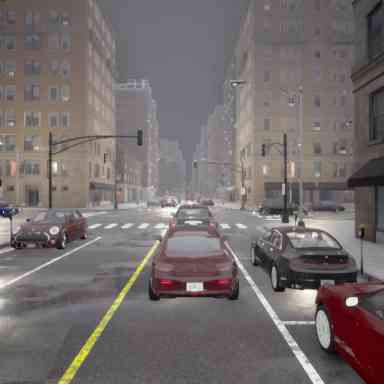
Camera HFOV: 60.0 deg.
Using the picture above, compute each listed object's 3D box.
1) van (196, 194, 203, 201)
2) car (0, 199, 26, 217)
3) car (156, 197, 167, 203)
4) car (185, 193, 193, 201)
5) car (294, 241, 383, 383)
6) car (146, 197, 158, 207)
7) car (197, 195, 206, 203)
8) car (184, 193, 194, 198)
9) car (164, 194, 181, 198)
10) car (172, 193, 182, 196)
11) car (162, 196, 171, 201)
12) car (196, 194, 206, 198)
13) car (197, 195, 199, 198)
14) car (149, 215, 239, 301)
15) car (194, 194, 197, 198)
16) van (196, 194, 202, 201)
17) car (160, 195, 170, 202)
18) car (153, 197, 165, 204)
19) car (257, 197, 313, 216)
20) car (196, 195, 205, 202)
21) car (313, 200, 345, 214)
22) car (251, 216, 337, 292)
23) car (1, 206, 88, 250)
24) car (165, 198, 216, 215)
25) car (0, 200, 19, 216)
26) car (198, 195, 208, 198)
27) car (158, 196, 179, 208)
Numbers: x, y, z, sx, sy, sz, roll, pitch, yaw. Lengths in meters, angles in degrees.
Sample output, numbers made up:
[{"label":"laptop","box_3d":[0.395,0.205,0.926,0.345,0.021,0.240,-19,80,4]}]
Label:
[{"label":"van","box_3d":[1.989,1.476,85.665,1.690,1.788,3.998,0,0,-1]},{"label":"car","box_3d":[-18.053,1.414,30.130,4.902,1.511,2.128,0,0,-1]},{"label":"car","box_3d":[-6.335,1.661,69.045,1.802,1.307,4.206,0,0,-1]},{"label":"car","box_3d":[-0.738,1.378,90.066,2.150,2.045,5.566,0,0,-1]},{"label":"car","box_3d":[2.667,1.545,3.206,1.887,1.381,4.507,0,0,0]},{"label":"car","box_3d":[-6.131,1.593,52.522,2.008,1.369,4.403,0,0,-1]},{"label":"car","box_3d":[2.123,1.537,74.651,1.967,1.590,4.097,0,0,-1]},{"label":"car","box_3d":[-0.606,1.337,79.348,2.150,2.045,5.566,0,0,-1]},{"label":"car","box_3d":[-3.433,1.578,58.151,1.812,1.442,4.674,0,0,0]},{"label":"car","box_3d":[-3.486,1.305,69.510,2.150,2.045,5.566,0,0,-1]},{"label":"car","box_3d":[-6.537,1.717,85.568,1.802,1.307,4.206,0,0,-1]},{"label":"car","box_3d":[2.256,1.591,63.807,1.752,1.417,4.829,0,0,-1]},{"label":"car","box_3d":[2.326,1.619,58.130,1.947,1.339,4.313,0,0,-1]},{"label":"car","box_3d":[0.012,1.528,8.233,1.812,1.442,4.674,0,0,-1]},{"label":"car","box_3d":[2.191,1.395,69.144,2.192,1.841,5.009,0,0,-1]},{"label":"van","box_3d":[1.921,1.499,91.171,1.690,1.788,3.998,0,0,-1]},{"label":"car","box_3d":[-6.469,1.555,80.061,1.967,1.590,4.097,0,0,-1]},{"label":"car","box_3d":[-6.267,1.610,63.538,1.887,1.381,4.507,0,0,-1]},{"label":"car","box_3d":[8.314,1.389,30.628,4.553,1.767,2.097,0,-1,9]},{"label":"car","box_3d":[2.056,1.555,80.157,1.967,1.590,4.097,0,0,-1]},{"label":"car","box_3d":[14.607,1.646,37.120,4.674,1.442,1.812,0,0,1]},{"label":"car","box_3d":[2.651,1.553,8.697,2.008,1.369,4.403,0,0,0]},{"label":"car","box_3d":[-5.890,1.444,14.161,1.967,1.590,4.097,0,0,0]},{"label":"car","box_3d":[0.055,1.357,15.537,2.097,1.767,4.553,0,0,0]},{"label":"car","box_3d":[-17.175,1.122,26.890,5.566,2.045,2.150,0,0,0]},{"label":"car","box_3d":[2.393,1.587,52.623,1.887,1.381,4.507,0,0,-1]},{"label":"car","box_3d":[-3.309,1.597,47.208,1.994,1.385,4.181,0,0,-1]}]
